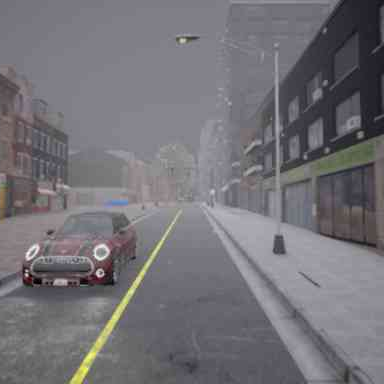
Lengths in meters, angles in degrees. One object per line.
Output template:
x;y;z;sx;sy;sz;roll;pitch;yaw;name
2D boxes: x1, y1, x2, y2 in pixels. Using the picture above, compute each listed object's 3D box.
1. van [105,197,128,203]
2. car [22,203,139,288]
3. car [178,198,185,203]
-12.961;1.762;57.478;3.998;1.788;1.690;0;-3;0;van
-2.857;1.370;9.475;2.097;1.767;4.553;0;0;0;car
-2.808;2.332;93.167;1.882;1.535;5.008;0;-1;0;car
